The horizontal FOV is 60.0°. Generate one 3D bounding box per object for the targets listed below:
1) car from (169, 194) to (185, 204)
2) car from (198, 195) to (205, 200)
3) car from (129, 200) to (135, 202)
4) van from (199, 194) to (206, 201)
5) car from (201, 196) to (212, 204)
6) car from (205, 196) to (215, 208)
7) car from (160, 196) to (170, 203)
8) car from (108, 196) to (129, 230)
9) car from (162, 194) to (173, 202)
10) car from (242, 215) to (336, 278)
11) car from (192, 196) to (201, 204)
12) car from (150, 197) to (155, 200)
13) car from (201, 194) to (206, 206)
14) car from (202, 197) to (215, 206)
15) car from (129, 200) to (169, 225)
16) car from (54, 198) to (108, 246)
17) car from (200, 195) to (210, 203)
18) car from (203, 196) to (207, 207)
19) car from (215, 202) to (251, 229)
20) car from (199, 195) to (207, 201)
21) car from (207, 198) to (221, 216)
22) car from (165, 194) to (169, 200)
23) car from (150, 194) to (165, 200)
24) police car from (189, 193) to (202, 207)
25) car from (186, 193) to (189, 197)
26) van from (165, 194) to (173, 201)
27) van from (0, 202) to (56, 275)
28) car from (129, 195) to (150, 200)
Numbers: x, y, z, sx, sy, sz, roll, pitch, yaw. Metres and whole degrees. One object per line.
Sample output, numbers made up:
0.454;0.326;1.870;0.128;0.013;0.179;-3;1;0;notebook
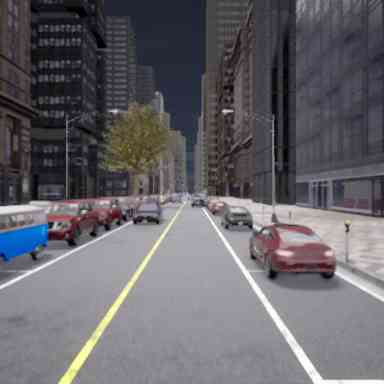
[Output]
-2.999;1.583;65.928;1.994;1.385;4.181;0;0;0;car
2.782;1.591;94.963;1.887;1.381;4.507;0;0;0;car
-5.757;1.569;26.826;1.947;1.339;4.313;0;0;0;car
2.780;1.382;89.286;1.690;1.788;3.998;0;0;0;van
2.776;1.574;66.575;2.008;1.369;4.403;0;0;0;car
2.770;1.532;38.357;1.752;1.417;4.829;0;0;0;car
-5.748;1.609;72.245;1.802;1.307;4.206;0;0;0;car
-5.759;1.317;21.149;2.192;1.841;5.009;0;0;0;car
-5.747;1.346;77.923;2.192;1.841;5.009;0;0;0;car
2.764;1.583;9.799;1.802;1.307;4.206;0;0;0;car
0.850;1.529;66.598;1.837;1.490;4.892;0;0;0;car
-5.755;1.557;38.181;2.008;1.369;4.403;0;0;0;car
2.772;1.452;49.542;1.967;1.590;4.097;0;0;0;car
2.774;1.581;55.220;1.947;1.339;4.313;0;0;0;car
-3.095;1.550;24.540;2.033;1.411;5.357;0;0;0;car
-5.760;1.317;15.472;2.192;1.841;5.009;0;0;0;car
2.777;1.467;72.252;1.967;1.590;4.097;0;0;0;car
2.771;1.591;43.864;1.802;1.307;4.206;0;0;0;car
2.767;1.554;21.154;2.008;1.369;4.403;0;0;0;car
2.780;1.587;83.608;2.008;1.369;4.403;0;0;0;car
2.769;1.587;32.509;1.802;1.307;4.206;0;0;0;car
-5.750;1.544;60.720;1.752;1.417;4.829;0;0;0;car
-5.753;1.326;49.535;2.192;1.841;5.009;0;0;0;car
0.911;1.438;50.708;1.930;1.638;5.238;0;0;0;police car
0.019;1.392;84.927;2.033;1.411;5.357;0;0;0;car
-5.746;1.377;83.601;1.690;1.788;3.998;0;0;0;van
-5.761;1.342;9.794;1.690;1.788;3.998;0;0;0;van
-5.756;1.320;32.504;2.192;1.841;5.009;0;0;0;car
